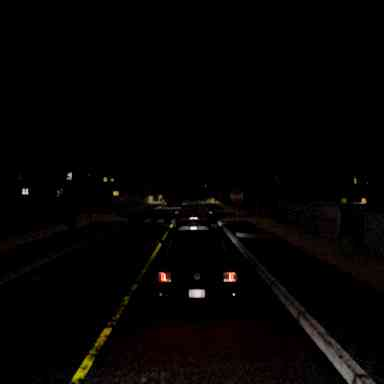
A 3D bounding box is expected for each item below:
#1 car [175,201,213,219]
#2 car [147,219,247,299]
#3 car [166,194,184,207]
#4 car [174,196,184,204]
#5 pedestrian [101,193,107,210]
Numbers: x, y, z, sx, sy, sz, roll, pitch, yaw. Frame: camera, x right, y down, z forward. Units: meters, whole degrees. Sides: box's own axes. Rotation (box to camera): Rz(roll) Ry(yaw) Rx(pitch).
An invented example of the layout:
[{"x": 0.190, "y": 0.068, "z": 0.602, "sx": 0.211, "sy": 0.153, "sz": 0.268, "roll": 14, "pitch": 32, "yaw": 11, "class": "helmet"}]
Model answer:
[{"x": 0.092, "y": 1.505, "z": 18.673, "sx": 1.837, "sy": 1.490, "sz": 4.892, "roll": 0, "pitch": 0, "yaw": 0, "class": "car"}, {"x": 0.098, "y": 1.598, "z": 8.394, "sx": 1.895, "sy": 1.301, "sz": 4.718, "roll": 0, "pitch": 0, "yaw": 0, "class": "car"}, {"x": -2.814, "y": 1.269, "z": 52.409, "sx": 2.150, "sy": 2.045, "sz": 5.566, "roll": 0, "pitch": 0, "yaw": 0, "class": "car"}, {"x": -2.720, "y": 1.605, "z": 69.173, "sx": 1.837, "sy": 1.490, "sz": 4.892, "roll": 0, "pitch": 0, "yaw": 0, "class": "car"}, {"x": -9.613, "y": 1.035, "z": 36.206, "sx": 0.375, "sy": 1.860, "sz": 0.375, "roll": 0, "pitch": -2, "yaw": 0, "class": "pedestrian"}]
